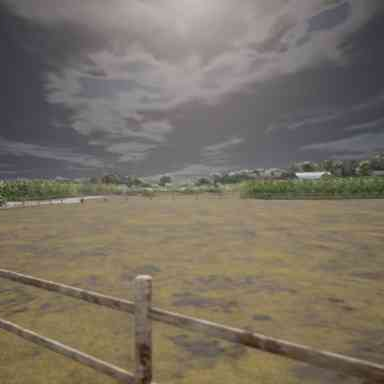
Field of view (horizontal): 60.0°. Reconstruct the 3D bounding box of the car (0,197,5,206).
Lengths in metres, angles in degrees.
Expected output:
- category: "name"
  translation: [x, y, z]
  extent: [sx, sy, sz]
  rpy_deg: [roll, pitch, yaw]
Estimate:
- category: "car"
  translation: [-25.334, 0.996, 40.830]
  extent: [2.150, 2.045, 5.566]
  rpy_deg: [-2, 1, -3]
